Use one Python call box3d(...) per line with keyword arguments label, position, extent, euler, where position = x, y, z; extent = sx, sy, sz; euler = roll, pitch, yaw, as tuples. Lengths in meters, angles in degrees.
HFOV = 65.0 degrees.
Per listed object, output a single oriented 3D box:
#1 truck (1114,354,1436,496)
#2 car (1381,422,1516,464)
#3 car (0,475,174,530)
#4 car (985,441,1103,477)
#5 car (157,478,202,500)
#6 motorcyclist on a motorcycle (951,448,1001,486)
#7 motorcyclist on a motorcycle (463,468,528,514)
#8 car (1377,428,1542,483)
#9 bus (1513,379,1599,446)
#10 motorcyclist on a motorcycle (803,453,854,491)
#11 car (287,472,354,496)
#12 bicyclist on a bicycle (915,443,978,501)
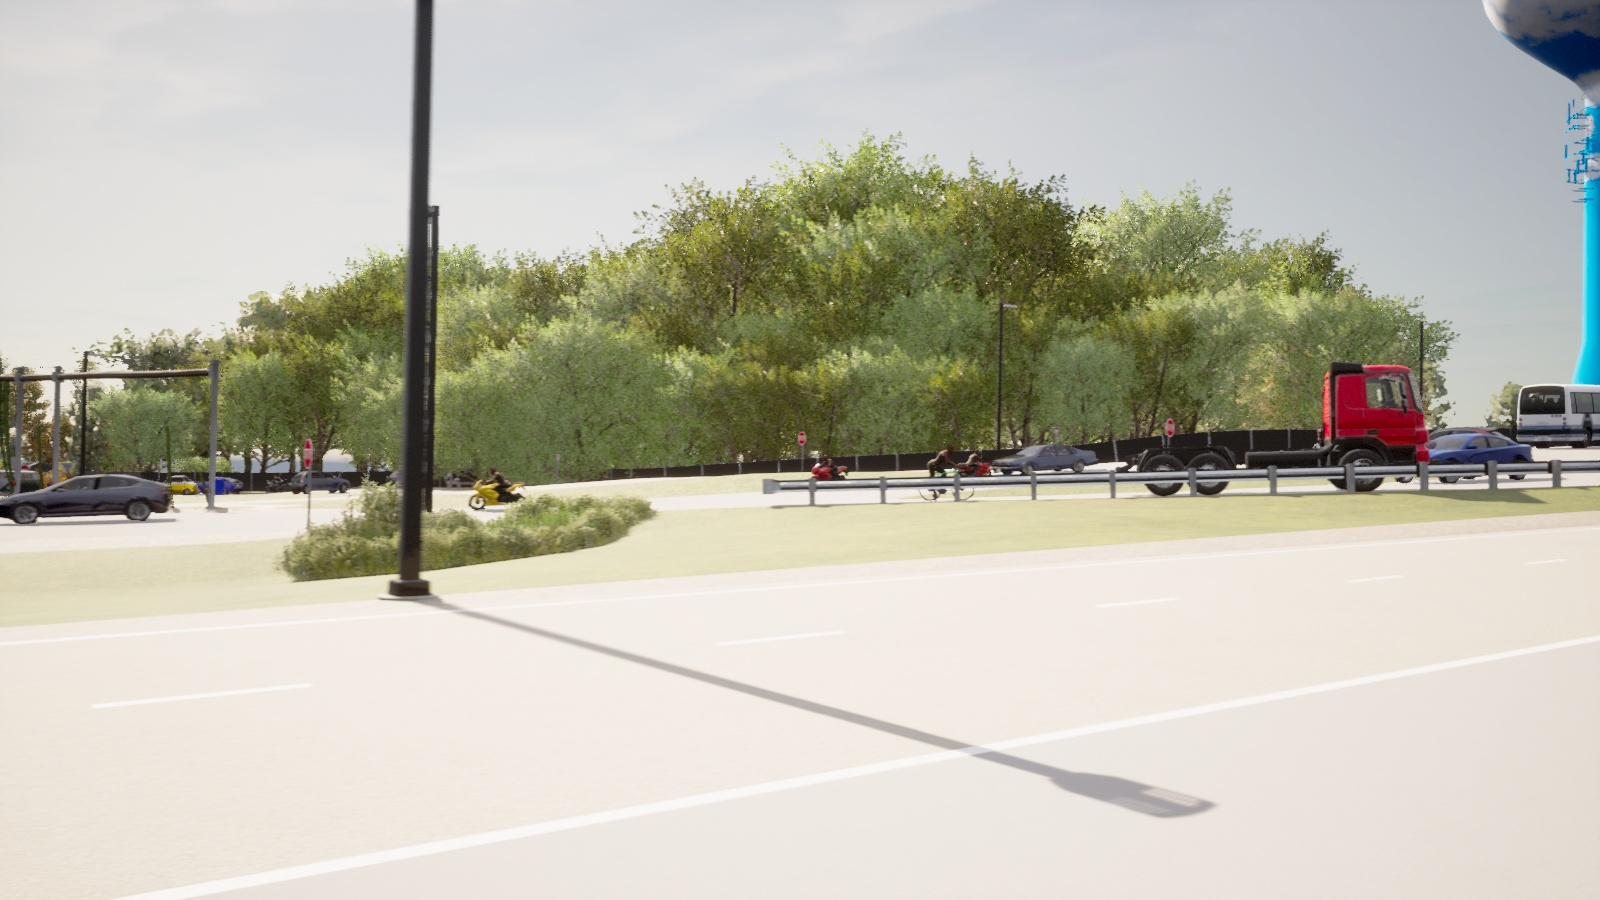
box3d(label="truck", position=(12.877, -0.592, 34.789), extent=(7.936, 3.462, 2.891), euler=(-2, -1, 16))
box3d(label="car", position=(28.131, -0.286, 54.558), extent=(4.856, 1.649, 2.033), euler=(-2, 1, 41))
box3d(label="car", position=(-22.263, 1.591, 39.117), extent=(4.792, 1.488, 2.163), euler=(-1, 0, -30))
box3d(label="car", position=(11.773, 0.394, 60.577), extent=(5.357, 1.411, 2.033), euler=(-3, 2, -25))
box3d(label="car", position=(-39.555, 2.477, 80.100), extent=(2.207, 1.376, 1.481), euler=(-1, 0, -7))
box3d(label="motorcyclist on a motorcycle", position=(7.531, 0.702, 53.667), extent=(2.044, 1.523, 0.797), euler=(-3, 2, -34))
box3d(label="motorcyclist on a motorcycle", position=(-10.576, 1.403, 43.719), extent=(2.044, 1.523, 0.797), euler=(-1, 1, -2))
box3d(label="car", position=(20.818, 0.147, 39.600), extent=(5.008, 1.535, 1.882), euler=(-2, 0, -24))
box3d(label="bus", position=(52.480, -2.480, 84.543), extent=(10.273, 4.253, 3.944), euler=(-1, 1, -36))
box3d(label="motorcyclist on a motorcycle", position=(1.209, 0.943, 53.618), extent=(2.044, 1.523, 0.797), euler=(-3, 1, -34))
box3d(label="car", position=(-33.664, 2.378, 88.296), extent=(1.851, 1.617, 3.988), euler=(-1, -1, 41))
box3d(label="bicyclist on a bicycle", position=(4.213, 0.645, 36.157), extent=(1.656, 1.620, 0.582), euler=(-2, -2, 19))
